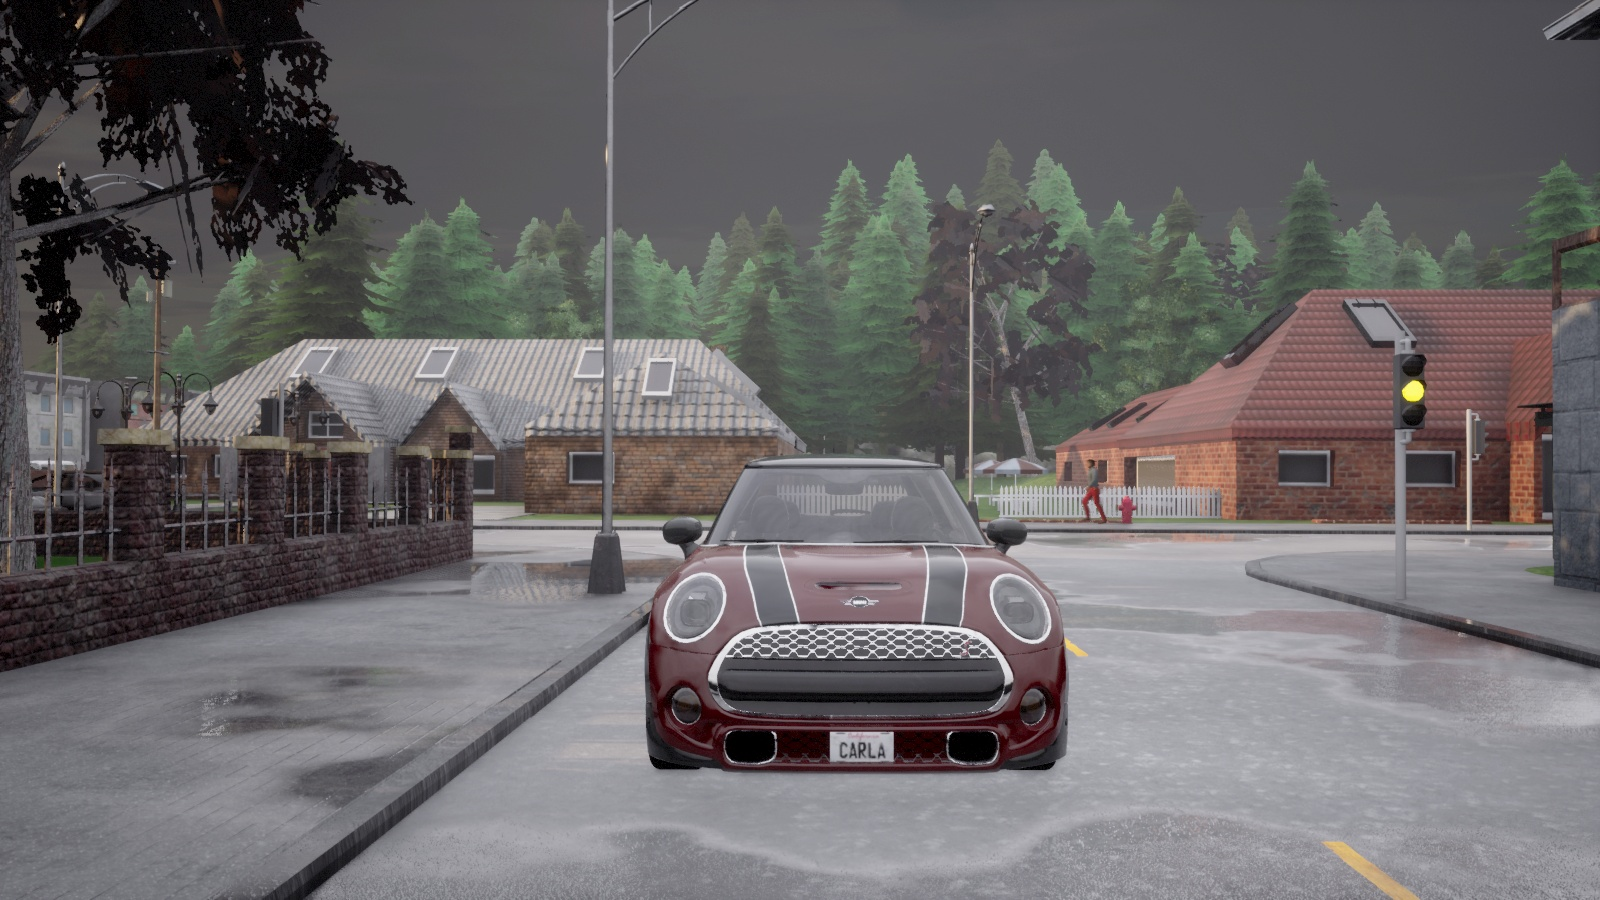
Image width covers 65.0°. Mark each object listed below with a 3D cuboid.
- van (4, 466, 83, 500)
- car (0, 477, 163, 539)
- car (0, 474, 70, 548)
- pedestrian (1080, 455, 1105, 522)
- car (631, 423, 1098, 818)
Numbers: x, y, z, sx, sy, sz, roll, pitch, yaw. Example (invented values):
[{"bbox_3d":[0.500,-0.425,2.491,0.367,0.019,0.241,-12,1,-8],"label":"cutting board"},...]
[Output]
[{"bbox_3d":[-46.863,2.034,77.941,2.069,2.038,4.480,0,-1,2],"label":"van"},{"bbox_3d":[-18.338,1.423,31.101,4.193,1.474,1.816,0,-1,2],"label":"car"},{"bbox_3d":[-18.574,1.289,27.041,4.514,1.525,2.007,0,-1,0],"label":"car"},{"bbox_3d":[8.168,1.076,35.094,0.614,1.847,0.353,0,-1,0],"label":"pedestrian"},{"bbox_3d":[0.271,0.805,7.943,2.097,1.767,4.553,0,-1,0],"label":"car"}]
